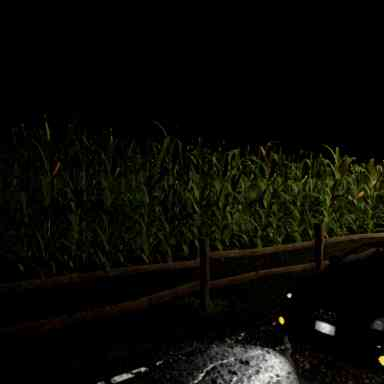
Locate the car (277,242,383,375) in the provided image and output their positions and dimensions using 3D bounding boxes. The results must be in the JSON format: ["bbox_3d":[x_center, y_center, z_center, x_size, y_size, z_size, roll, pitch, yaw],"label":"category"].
[{"bbox_3d":[3.333,1.564,5.428,4.181,1.385,1.994,0,0,-35],"label":"car"}]
